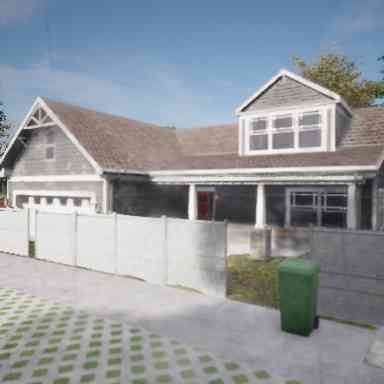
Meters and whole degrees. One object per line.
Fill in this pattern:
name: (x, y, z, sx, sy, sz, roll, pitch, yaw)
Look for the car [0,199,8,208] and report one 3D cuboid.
car: (-17.945, 1.721, 33.190, 2.150, 2.045, 5.566, 1, -1, 31)
